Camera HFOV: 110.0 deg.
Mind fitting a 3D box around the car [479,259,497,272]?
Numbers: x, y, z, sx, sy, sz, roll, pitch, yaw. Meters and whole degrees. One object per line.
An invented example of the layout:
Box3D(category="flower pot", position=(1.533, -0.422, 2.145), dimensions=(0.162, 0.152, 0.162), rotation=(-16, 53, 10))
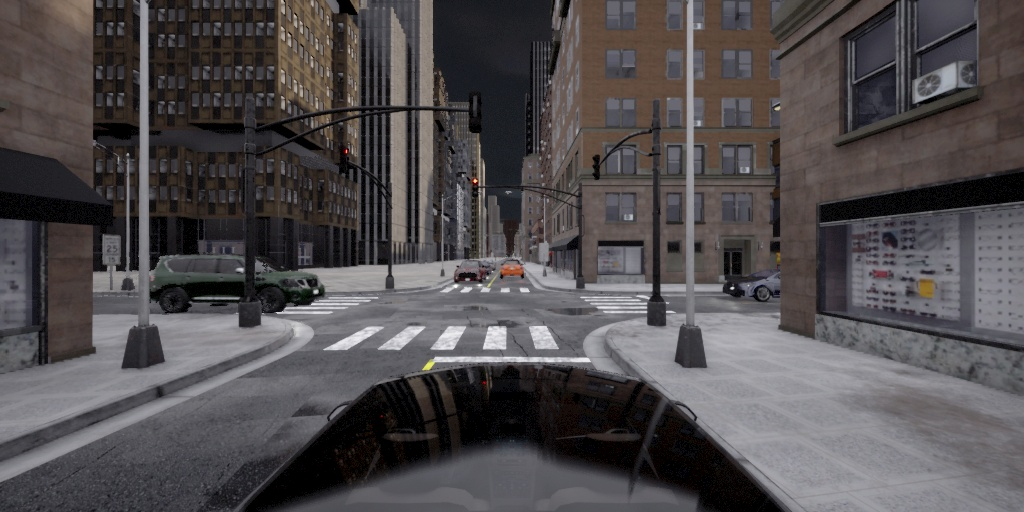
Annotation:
Box3D(category="car", position=(-3.190, 1.242, 48.481), dimensions=(2.128, 1.511, 4.902), rotation=(0, 0, 0))

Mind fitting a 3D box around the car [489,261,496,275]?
Box3D(category="car", position=(-3.176, 1.298, 38.063), dimensions=(2.033, 1.411, 5.357), rotation=(0, 0, 0))

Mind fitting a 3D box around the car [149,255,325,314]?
Box3D(category="car", position=(-10.048, 0.974, 13.284), dimensions=(5.566, 2.045, 2.150), rotation=(0, 0, -1))

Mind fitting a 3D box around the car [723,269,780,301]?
Box3D(category="car", position=(12.219, 1.313, 16.675), dimensions=(4.181, 1.385, 1.994), rotation=(0, 0, -1))

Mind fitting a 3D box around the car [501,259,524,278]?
Box3D(category="car", position=(0.018, 1.103, 33.983), dimensions=(2.097, 1.767, 4.553), rotation=(0, 0, 0))

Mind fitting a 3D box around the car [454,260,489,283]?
Box3D(category="car", position=(-3.159, 1.103, 27.804), dimensions=(2.097, 1.767, 4.553), rotation=(0, 0, 0))
